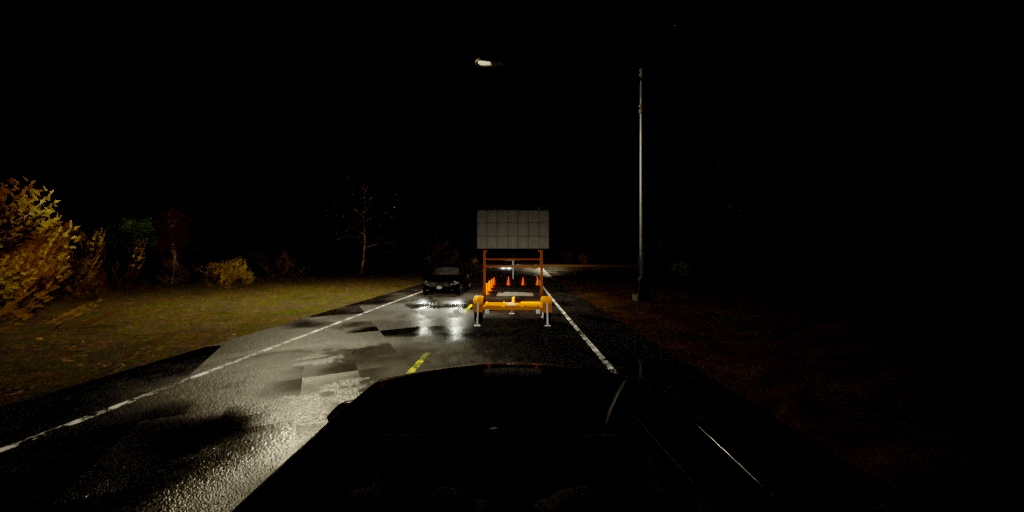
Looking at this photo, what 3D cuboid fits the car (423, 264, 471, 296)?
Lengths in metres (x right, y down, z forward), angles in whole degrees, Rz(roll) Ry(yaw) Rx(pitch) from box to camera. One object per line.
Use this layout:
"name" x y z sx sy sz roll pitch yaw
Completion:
"car" -3.404 1.226 19.514 1.882 1.535 5.008 0 0 1

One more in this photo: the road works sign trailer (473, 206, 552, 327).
"road works sign trailer" 0.036 0.214 11.589 2.380 3.560 2.880 0 0 1
